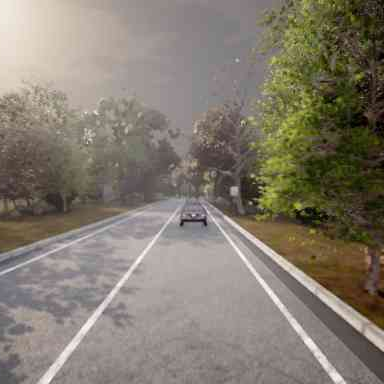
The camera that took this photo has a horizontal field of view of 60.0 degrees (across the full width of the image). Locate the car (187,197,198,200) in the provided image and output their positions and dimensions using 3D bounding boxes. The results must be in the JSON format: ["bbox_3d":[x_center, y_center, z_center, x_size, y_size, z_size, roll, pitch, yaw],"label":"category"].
[{"bbox_3d":[0.100,1.401,42.669,2.033,1.411,5.357,0,0,0],"label":"car"}]

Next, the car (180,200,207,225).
[{"bbox_3d":[0.102,1.511,23.410,2.033,1.411,5.357,0,0,0],"label":"car"}]
